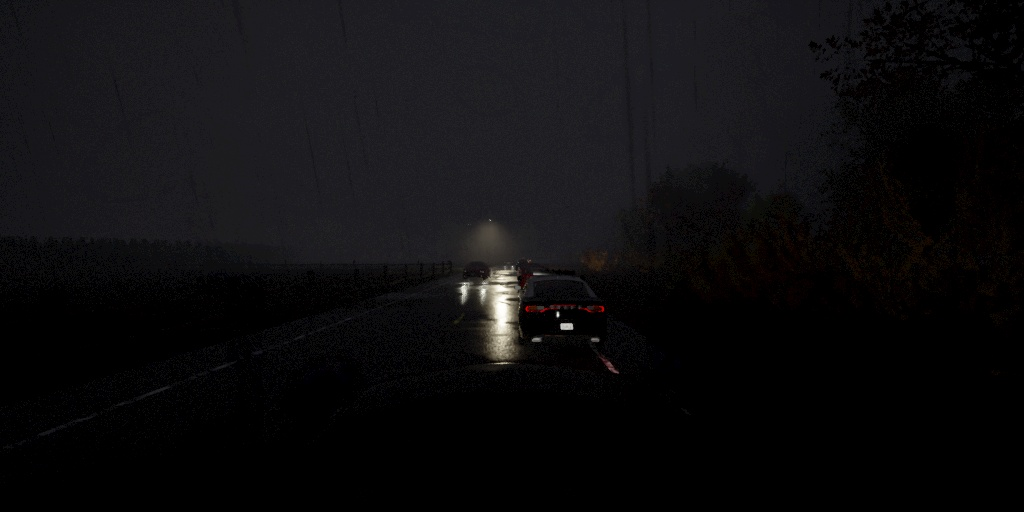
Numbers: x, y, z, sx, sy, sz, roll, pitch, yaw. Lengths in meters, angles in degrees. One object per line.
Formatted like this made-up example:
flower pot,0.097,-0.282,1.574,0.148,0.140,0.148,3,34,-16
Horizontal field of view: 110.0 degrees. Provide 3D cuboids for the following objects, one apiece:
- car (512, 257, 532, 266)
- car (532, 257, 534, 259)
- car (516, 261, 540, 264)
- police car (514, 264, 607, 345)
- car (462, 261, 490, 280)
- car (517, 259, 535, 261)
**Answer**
car,1.458,1.227,49.185,1.837,1.490,4.892,0,0,4
car,2.167,1.062,61.116,2.097,1.767,4.553,0,0,4
car,1.270,1.222,19.452,1.882,1.535,5.008,0,0,1
police car,1.101,1.173,9.597,1.930,1.638,5.238,0,0,1
car,-3.022,1.213,30.968,1.882,1.535,5.008,0,0,2
car,1.428,1.218,25.431,1.882,1.535,5.008,0,0,2
